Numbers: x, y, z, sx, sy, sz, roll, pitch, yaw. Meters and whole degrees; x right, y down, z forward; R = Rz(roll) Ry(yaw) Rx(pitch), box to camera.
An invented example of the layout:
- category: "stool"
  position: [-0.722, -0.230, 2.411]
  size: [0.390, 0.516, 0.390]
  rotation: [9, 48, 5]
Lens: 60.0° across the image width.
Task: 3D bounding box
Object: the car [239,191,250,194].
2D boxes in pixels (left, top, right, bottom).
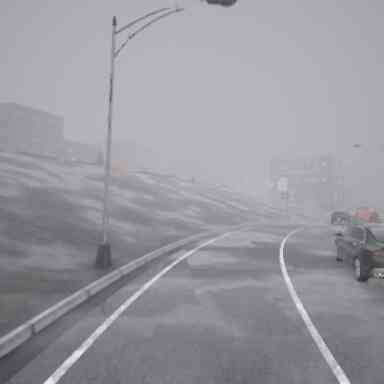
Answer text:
- category: "car"
  position: [12.046, 0.409, 82.468]
  size: [2.002, 1.452, 4.674]
  rotation: [0, -5, 25]

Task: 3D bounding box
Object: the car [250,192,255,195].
- category: "car"
  position: [14.286, 0.898, 87.514]
  size: [2.002, 1.452, 4.674]
  rotation: [0, -5, 24]

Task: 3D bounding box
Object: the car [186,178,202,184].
- category: "car"
  position: [-0.685, -1.702, 57.959]
  size: [2.002, 1.452, 4.674]
  rotation: [-1, -4, 31]

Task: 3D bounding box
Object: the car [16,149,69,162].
- category: "car"
  position: [-16.049, -3.618, 34.802]
  size: [2.231, 1.521, 4.892]
  rotation: [-1, -4, 37]

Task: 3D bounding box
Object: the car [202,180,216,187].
- category: "car"
  position: [2.013, -1.370, 62.650]
  size: [2.231, 1.521, 4.892]
  rotation: [0, -4, 30]

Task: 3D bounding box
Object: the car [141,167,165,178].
- category: "car"
  position: [-6.577, -2.631, 48.422]
  size: [2.185, 1.767, 4.553]
  rotation: [-1, -4, 34]

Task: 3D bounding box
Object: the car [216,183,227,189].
- category: "car"
  position: [4.709, -1.090, 67.593]
  size: [2.185, 1.767, 4.553]
  rotation: [0, -4, 29]

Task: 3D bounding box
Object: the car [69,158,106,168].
- category: "car"
  position: [-12.792, -3.212, 39.276]
  size: [2.002, 1.452, 4.674]
  rotation: [-1, -4, 36]

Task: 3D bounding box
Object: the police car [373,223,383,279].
- category: "police car"
  position: [4.767, 1.576, 4.709]
  size: [1.930, 1.638, 5.238]
  rotation: [1, 0, 7]

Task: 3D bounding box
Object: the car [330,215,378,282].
- category: "car"
  position: [5.698, 1.724, 10.248]
  size: [1.837, 1.490, 4.892]
  rotation: [1, -1, 12]

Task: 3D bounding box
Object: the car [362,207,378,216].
- category: "car"
  position: [21.420, 2.630, 41.054]
  size: [2.097, 1.767, 4.553]
  rotation: [-1, -3, 39]

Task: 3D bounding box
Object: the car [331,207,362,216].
- category: "car"
  position: [14.885, 2.353, 32.428]
  size: [1.837, 1.490, 4.892]
  rotation: [-1, -3, 37]

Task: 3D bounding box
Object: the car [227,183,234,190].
- category: "car"
  position: [7.303, -0.789, 72.560]
  size: [2.435, 2.045, 5.566]
  rotation: [0, -4, 28]

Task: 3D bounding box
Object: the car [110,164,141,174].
- category: "car"
  position: [-9.630, -2.879, 43.823]
  size: [2.097, 1.535, 5.008]
  rotation: [-1, -4, 35]

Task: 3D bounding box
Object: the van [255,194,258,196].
- category: "van"
  position: [16.510, 1.157, 92.732]
  size: [1.878, 1.987, 4.442]
  rotation: [0, -5, 23]

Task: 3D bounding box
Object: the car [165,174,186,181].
- category: "car"
  position: [-3.532, -2.088, 53.246]
  size: [2.163, 1.488, 4.792]
  rotation: [-1, -4, 32]

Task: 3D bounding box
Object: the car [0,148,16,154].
- category: "car"
  position: [-19.374, -3.963, 30.410]
  size: [2.231, 1.521, 4.892]
  rotation: [-1, -4, 37]
